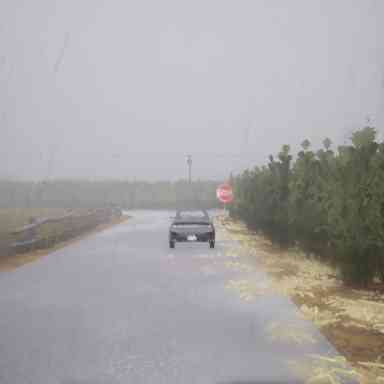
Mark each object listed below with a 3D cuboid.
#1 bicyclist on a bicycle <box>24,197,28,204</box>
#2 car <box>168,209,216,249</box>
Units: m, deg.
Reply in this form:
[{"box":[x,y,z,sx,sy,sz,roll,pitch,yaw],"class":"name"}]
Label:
[{"box":[-21.557,1.453,43.270,0.582,1.620,1.656,0,0,0],"class":"bicyclist on a bicycle"},{"box":[0.000,1.494,14.650,2.128,1.511,4.902,0,0,0],"class":"car"}]
